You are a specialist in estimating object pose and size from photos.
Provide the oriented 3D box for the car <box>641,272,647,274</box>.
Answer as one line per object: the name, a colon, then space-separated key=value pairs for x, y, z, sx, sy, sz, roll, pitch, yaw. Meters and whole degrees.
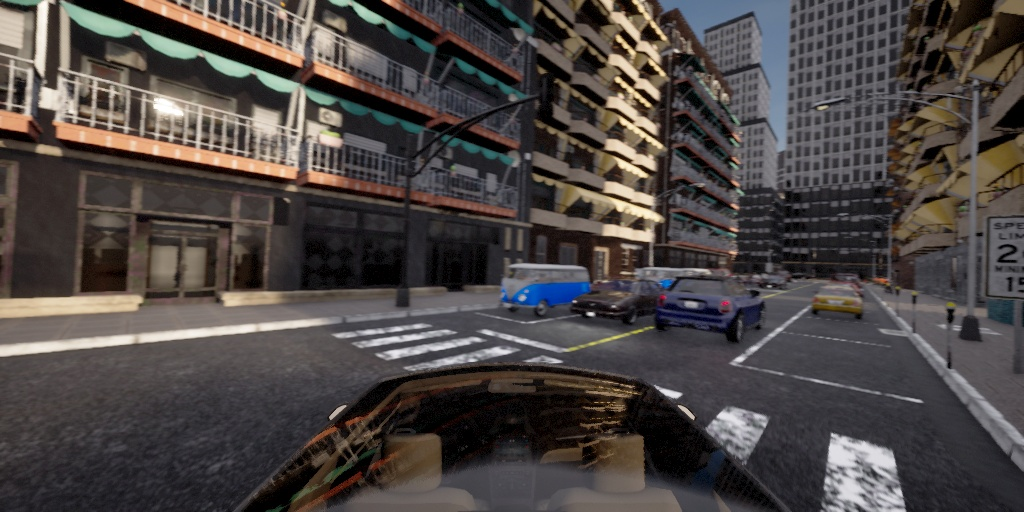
car: x=5.165 y=1.643 z=17.656 sx=1.802 sy=1.307 sz=4.207 roll=0 pitch=0 yaw=44

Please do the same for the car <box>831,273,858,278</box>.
car: x=26.420 y=2.316 z=28.541 sx=2.192 sy=1.841 sz=5.009 roll=0 pitch=0 yaw=44

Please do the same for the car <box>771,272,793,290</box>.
car: x=26.847 y=2.657 z=36.695 sx=2.033 sy=1.411 sz=5.357 roll=2 pitch=-1 yaw=44

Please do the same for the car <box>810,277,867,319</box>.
car: x=14.872 y=1.940 z=16.422 sx=1.751 sy=1.417 sz=4.829 roll=0 pitch=0 yaw=44

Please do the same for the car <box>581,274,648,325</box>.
car: x=4.315 y=1.526 z=13.174 sx=2.033 sy=1.411 sz=5.357 roll=2 pitch=-1 yaw=44

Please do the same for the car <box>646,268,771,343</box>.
car: x=6.195 y=1.377 z=11.008 sx=2.097 sy=1.767 sz=4.553 roll=2 pitch=-1 yaw=44

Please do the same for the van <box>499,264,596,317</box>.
van: x=1.276 y=1.208 z=13.575 sx=1.690 sy=1.789 sz=3.998 roll=0 pitch=0 yaw=44

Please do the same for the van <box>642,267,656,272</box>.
van: x=9.054 y=1.597 z=21.737 sx=1.690 sy=1.789 sz=3.998 roll=0 pitch=0 yaw=44
